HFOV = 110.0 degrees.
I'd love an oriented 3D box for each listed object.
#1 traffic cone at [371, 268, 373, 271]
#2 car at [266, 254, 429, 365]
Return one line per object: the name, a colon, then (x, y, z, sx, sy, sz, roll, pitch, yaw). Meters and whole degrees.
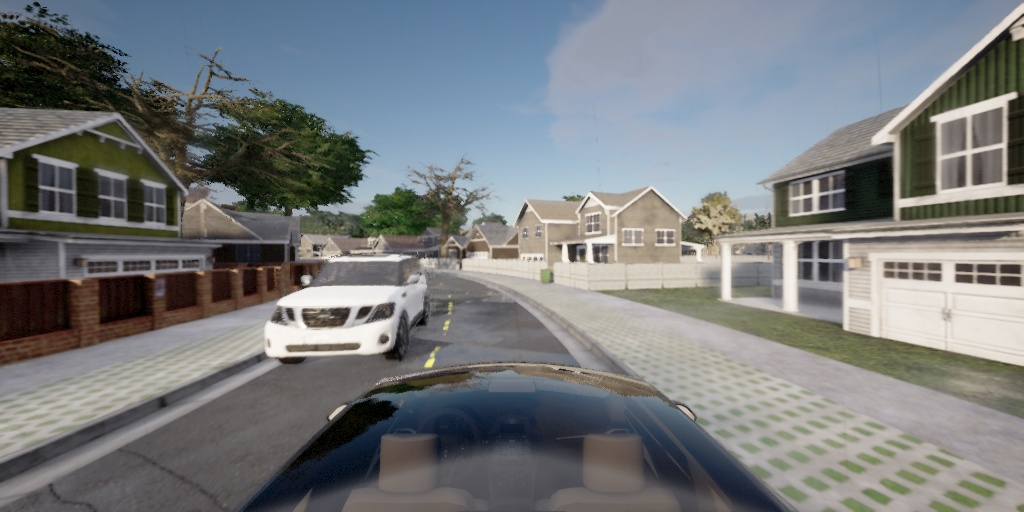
traffic cone: (-17.807, 1.634, 45.603, 0.340, 0.580, 0.340, 0, 0, -35)
car: (-3.319, 0.968, 8.500, 2.150, 2.045, 5.566, 0, 0, -6)
